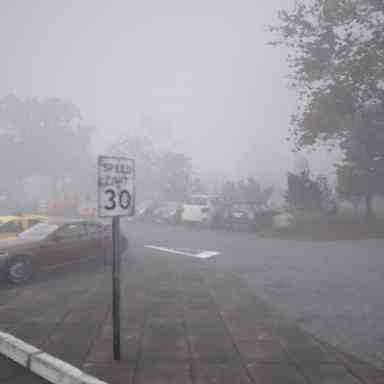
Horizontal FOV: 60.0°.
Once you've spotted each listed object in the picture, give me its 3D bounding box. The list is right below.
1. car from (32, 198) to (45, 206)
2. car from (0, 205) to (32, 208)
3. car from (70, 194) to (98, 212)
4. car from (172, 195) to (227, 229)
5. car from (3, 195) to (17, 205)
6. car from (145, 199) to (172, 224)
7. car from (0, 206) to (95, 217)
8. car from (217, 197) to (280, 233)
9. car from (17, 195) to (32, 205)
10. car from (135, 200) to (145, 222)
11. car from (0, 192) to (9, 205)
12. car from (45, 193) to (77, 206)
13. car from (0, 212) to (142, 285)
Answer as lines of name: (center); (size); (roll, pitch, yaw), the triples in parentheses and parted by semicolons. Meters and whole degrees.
car: (-12.023, 1.383, 31.936); (1.946, 1.575, 5.366); (0, 0, 36)
car: (-8.335, 1.496, 12.991); (2.163, 1.488, 4.792); (0, 0, 36)
car: (-7.524, 1.293, 28.438); (2.185, 1.767, 4.553); (0, 0, 36)
car: (1.559, 1.231, 21.988); (2.435, 2.045, 5.566); (0, 0, 36)
car: (-16.573, 1.383, 34.938); (2.163, 1.488, 4.792); (0, 0, 36)
car: (-0.803, 1.340, 23.688); (2.185, 1.767, 4.553); (0, 0, 36)
car: (-6.199, 1.480, 11.193); (1.946, 1.575, 5.366); (0, 0, 36)
car: (3.786, 1.373, 20.315); (2.185, 1.767, 4.553); (0, 0, 36)
car: (-14.289, 1.370, 33.341); (2.097, 1.535, 5.008); (0, 0, 36)
car: (-3.065, 1.324, 25.312); (2.185, 1.767, 4.553); (0, 0, 36)
car: (-21.059, 1.195, 38.236); (2.185, 1.767, 4.553); (0, 0, 36)
car: (-9.852, 1.150, 30.183); (2.435, 2.045, 5.566); (0, 0, 36)
car: (-3.937, 1.538, 9.815); (2.002, 1.452, 4.674); (0, -1, 36)
